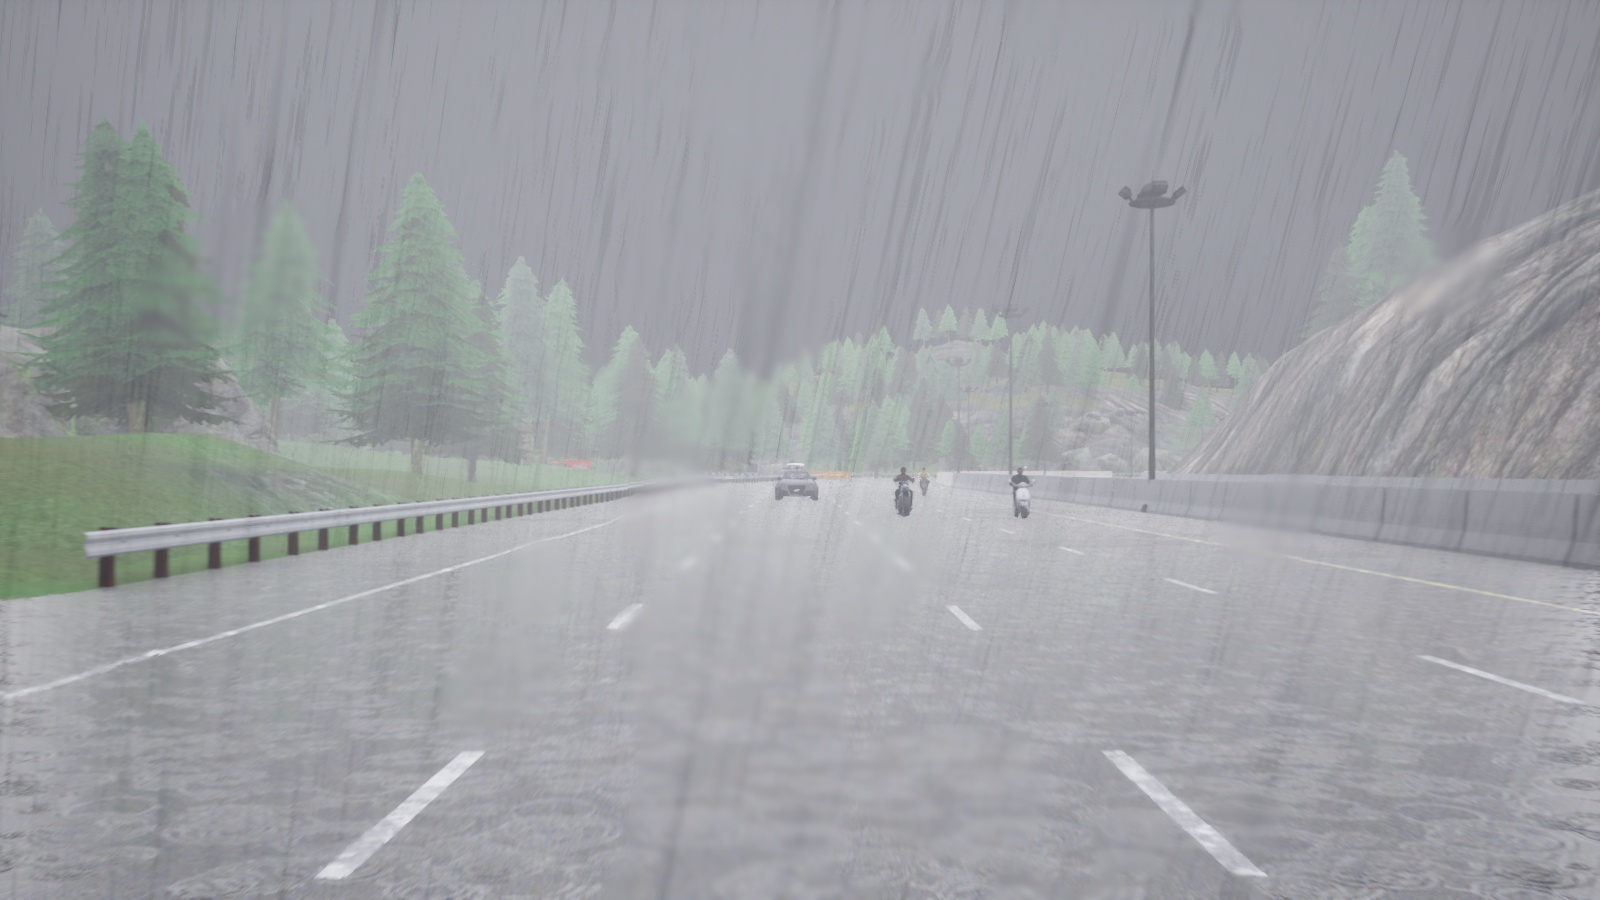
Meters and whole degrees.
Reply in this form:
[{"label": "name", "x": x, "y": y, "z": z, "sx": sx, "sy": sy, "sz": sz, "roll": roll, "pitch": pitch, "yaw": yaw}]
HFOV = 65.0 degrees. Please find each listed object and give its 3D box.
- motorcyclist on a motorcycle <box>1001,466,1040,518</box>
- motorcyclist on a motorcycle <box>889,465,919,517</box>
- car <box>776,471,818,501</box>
[{"label": "motorcyclist on a motorcycle", "x": 6.906, "y": 1.293, "z": 39.422, "sx": 0.866, "sy": 1.590, "sz": 1.817, "roll": 0, "pitch": -1, "yaw": 0}, {"label": "motorcyclist on a motorcycle", "x": 3.402, "y": 1.329, "z": 41.162, "sx": 0.766, "sy": 1.649, "sz": 2.350, "roll": 0, "pitch": -1, "yaw": 0}, {"label": "car", "x": -0.145, "y": 1.736, "z": 60.956, "sx": 1.994, "sy": 1.385, "sz": 4.181, "roll": 0, "pitch": -1, "yaw": 0}]
